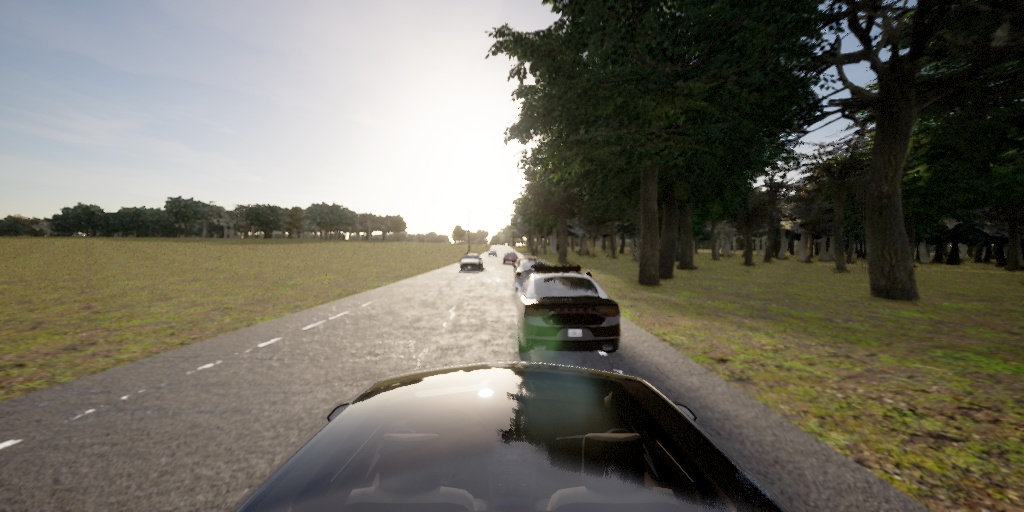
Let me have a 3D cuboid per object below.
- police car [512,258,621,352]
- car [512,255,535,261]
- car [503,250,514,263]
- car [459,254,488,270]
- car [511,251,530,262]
[{"bbox_3d":[1.053,1.021,8.576,1.930,1.638,5.238,0,1,0],"label":"police car"},{"bbox_3d":[1.037,0.889,18.472,1.812,1.442,4.674,0,1,0],"label":"car"},{"bbox_3d":[-0.177,0.197,46.534,1.994,1.385,4.181,0,2,1],"label":"car"},{"bbox_3d":[-3.683,0.530,33.503,2.033,1.411,5.357,0,2,0],"label":"car"},{"bbox_3d":[1.013,0.665,24.662,1.801,1.575,5.366,0,1,0],"label":"car"}]
